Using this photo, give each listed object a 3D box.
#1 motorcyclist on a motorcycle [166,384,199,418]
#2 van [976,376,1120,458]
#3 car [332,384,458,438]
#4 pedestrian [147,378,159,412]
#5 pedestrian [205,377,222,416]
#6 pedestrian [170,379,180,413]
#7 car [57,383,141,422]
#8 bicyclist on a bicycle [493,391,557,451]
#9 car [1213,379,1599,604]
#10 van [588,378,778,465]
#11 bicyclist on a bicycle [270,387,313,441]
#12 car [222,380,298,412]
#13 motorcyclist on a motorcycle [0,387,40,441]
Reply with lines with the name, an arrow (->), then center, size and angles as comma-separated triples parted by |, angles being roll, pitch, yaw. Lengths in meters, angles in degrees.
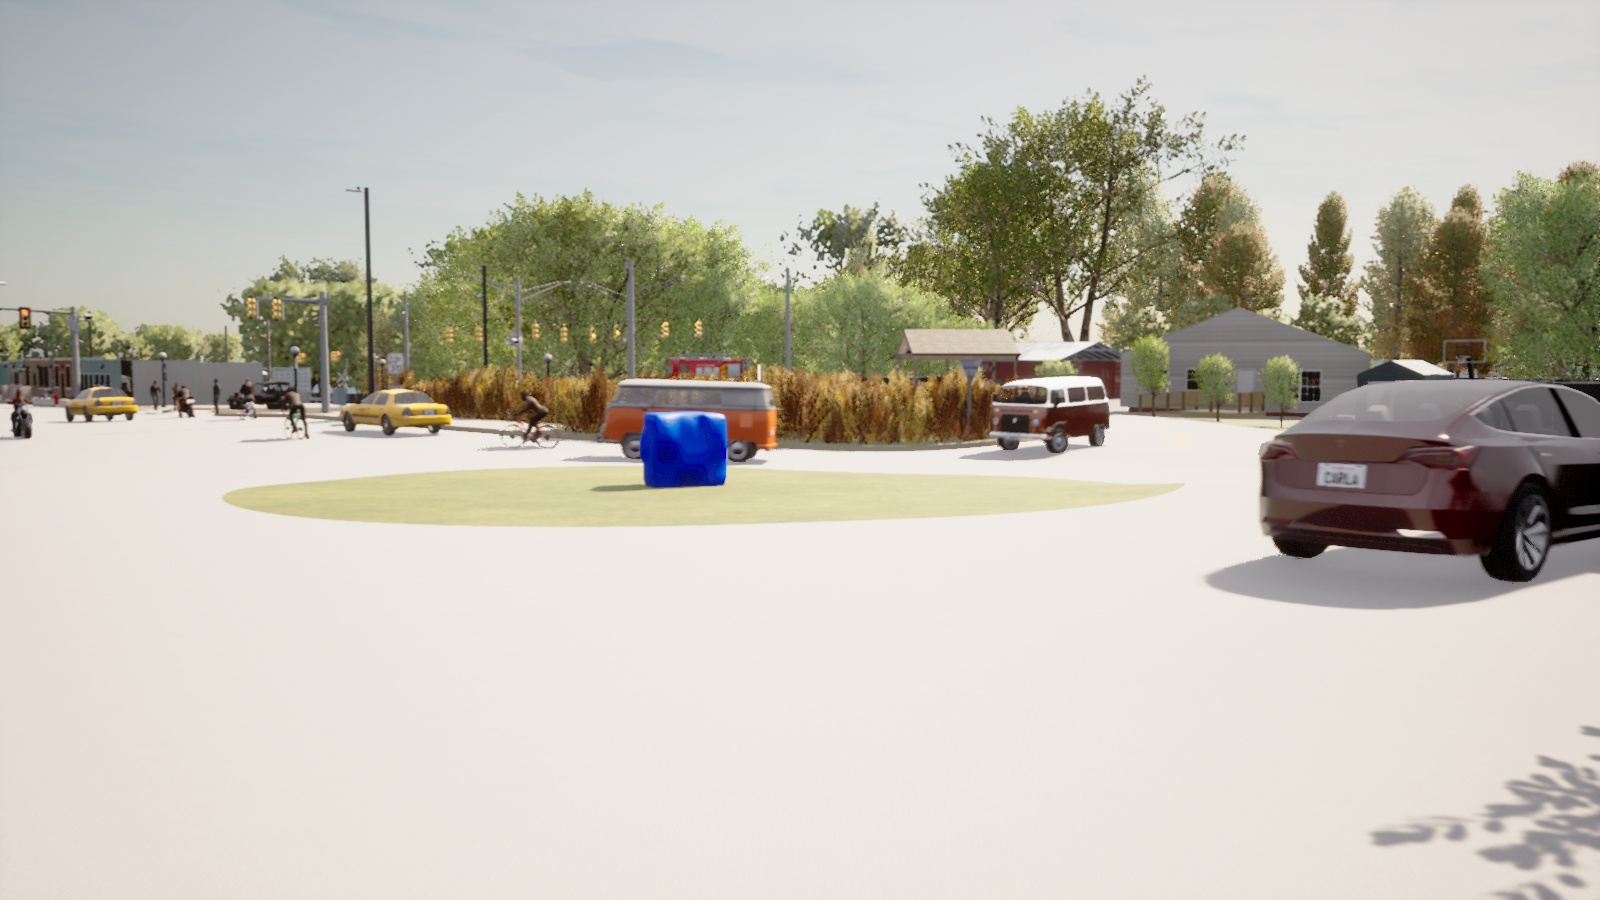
motorcyclist on a motorcycle -> -28.032, -2.213, 56.999 | 0.797, 1.523, 2.044 | -4, 4, -42
van -> 7.094, -1.007, 35.641 | 2.069, 2.038, 4.480 | 4, 6, 39
car -> -13.456, -1.351, 41.531 | 1.801, 1.575, 5.366 | -4, 6, -43
pedestrian -> -37.914, -3.228, 73.618 | 0.402, 1.930, 0.666 | -4, 6, -41
pedestrian -> -28.544, -2.604, 61.122 | 0.614, 1.847, 0.353 | -4, 6, -43
pedestrian -> -35.059, -3.031, 70.437 | 0.331, 1.846, 0.634 | -3, 6, -39
car -> -30.040, -2.047, 53.769 | 1.801, 1.575, 5.366 | -4, 4, -43
bicyclist on a bicycle -> -7.677, -0.821, 35.061 | 1.656, 1.620, 0.582 | 1, 5, -1
car -> 5.866, 0.152, 10.699 | 4.792, 1.488, 2.163 | -3, 4, -38
van -> -2.865, -0.738, 31.362 | 4.442, 1.987, 1.775 | 2, 3, 5
bicyclist on a bicycle -> -15.630, -1.115, 38.606 | 0.582, 1.620, 1.656 | -5, 5, -43
car -> -33.003, -3.303, 76.819 | 1.905, 1.878, 3.866 | 4, 4, 42
motorcyclist on a motorcycle -> -25.334, -1.180, 40.706 | 0.766, 1.649, 2.350 | -4, 6, -40
